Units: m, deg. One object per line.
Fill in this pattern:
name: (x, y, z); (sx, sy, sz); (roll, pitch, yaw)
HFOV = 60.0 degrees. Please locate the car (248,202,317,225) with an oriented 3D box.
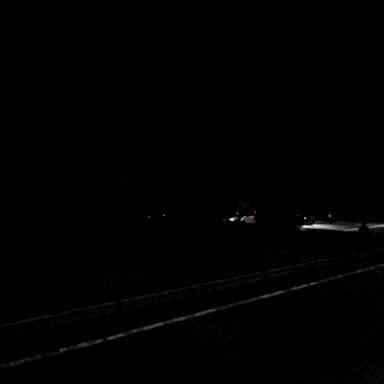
car: (6.580, 1.644, 24.583); (1.994, 1.385, 4.181); (0, -1, -39)

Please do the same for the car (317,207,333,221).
car: (8.938, 1.577, 27.233); (2.128, 1.511, 4.902); (0, -1, -39)

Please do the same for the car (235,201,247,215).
car: (2.687, 1.778, 34.647); (2.033, 1.411, 5.357); (0, -1, -42)
